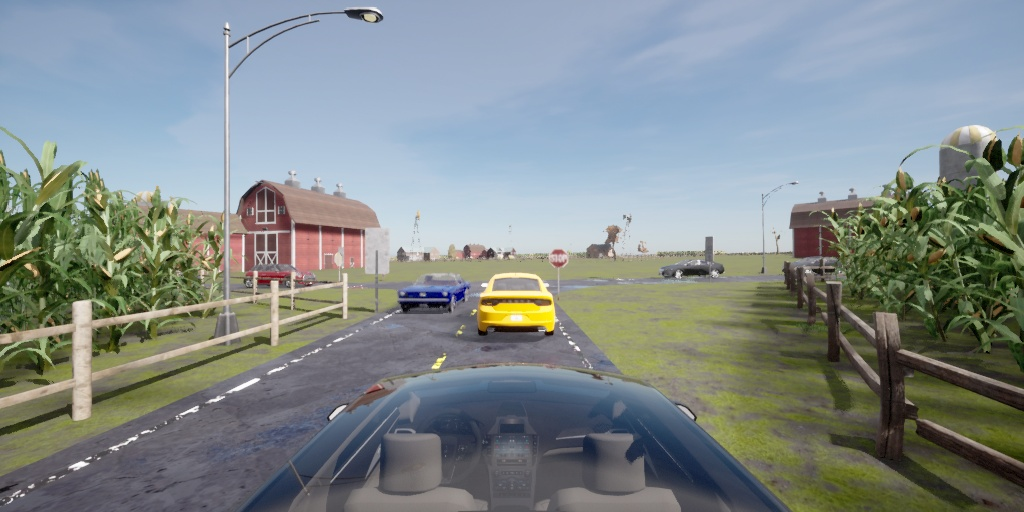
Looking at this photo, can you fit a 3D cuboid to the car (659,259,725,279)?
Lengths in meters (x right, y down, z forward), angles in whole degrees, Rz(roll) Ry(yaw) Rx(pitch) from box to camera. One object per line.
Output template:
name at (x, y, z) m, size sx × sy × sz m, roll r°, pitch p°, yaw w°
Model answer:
car at (14.090, 0.998, 28.245) m, size 4.902 × 1.511 × 2.128 m, roll -1°, pitch 0°, yaw -4°

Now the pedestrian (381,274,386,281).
pedestrian at (-11.176, 1.621, 31.209) m, size 0.500 × 1.100 × 0.500 m, roll 0°, pitch 0°, yaw 4°

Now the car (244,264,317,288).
car at (-16.539, 1.342, 25.738) m, size 4.553 × 1.767 × 2.097 m, roll -1°, pitch -1°, yaw 6°

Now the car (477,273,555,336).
car at (0.103, 1.229, 10.470) m, size 1.882 × 1.535 × 5.008 m, roll 0°, pitch 0°, yaw 0°

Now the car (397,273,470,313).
car at (-2.903, 1.353, 14.145) m, size 1.895 × 1.301 × 4.718 m, roll 0°, pitch 0°, yaw 2°

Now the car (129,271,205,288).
car at (-26.027, 1.696, 26.802) m, size 5.357 × 1.411 × 2.033 m, roll -1°, pitch -1°, yaw 7°

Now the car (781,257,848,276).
car at (24.547, 0.817, 29.166) m, size 4.902 × 1.511 × 2.128 m, roll -1°, pitch 0°, yaw -7°

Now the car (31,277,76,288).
car at (-36.060, 1.792, 28.466) m, size 5.008 × 1.535 × 1.882 m, roll -1°, pitch -1°, yaw 11°
